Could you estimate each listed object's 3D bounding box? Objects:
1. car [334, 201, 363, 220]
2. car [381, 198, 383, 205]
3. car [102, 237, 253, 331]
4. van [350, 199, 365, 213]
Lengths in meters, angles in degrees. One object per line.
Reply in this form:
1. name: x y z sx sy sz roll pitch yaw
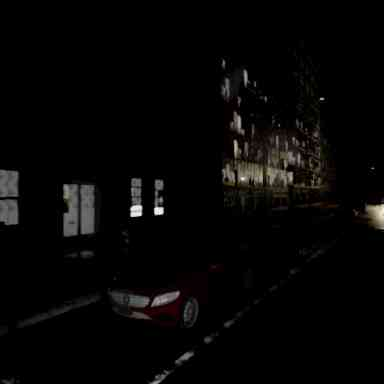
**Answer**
1. car: 14.645 1.857 31.550 2.008 1.369 4.403 -1 -1 31
2. car: 43.308 2.060 74.119 1.882 1.535 5.008 -1 -1 31
3. car: 0.007 1.675 7.140 1.802 1.307 4.206 -1 -1 31
4. van: 20.500 1.724 41.316 1.690 1.788 3.998 -1 -1 31
